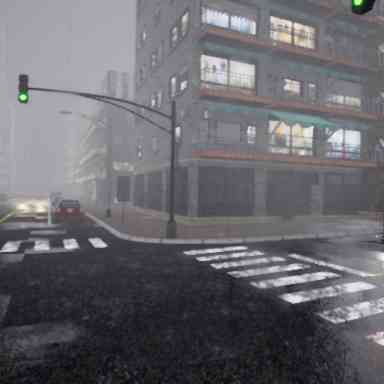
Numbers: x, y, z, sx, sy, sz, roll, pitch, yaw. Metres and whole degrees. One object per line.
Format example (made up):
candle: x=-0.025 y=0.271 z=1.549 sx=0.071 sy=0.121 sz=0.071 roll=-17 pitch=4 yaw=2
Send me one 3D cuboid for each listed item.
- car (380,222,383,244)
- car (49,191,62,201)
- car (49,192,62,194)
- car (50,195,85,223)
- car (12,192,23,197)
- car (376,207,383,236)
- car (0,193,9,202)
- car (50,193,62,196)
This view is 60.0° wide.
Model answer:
car: x=6.768 y=1.440 z=7.878 sx=4.674 sy=1.442 sz=1.812 roll=0 pitch=0 yaw=-24
car: x=-26.227 y=0.709 z=63.953 sx=2.192 sy=1.841 sz=5.009 roll=1 pitch=0 yaw=-23
car: x=-19.643 y=1.122 z=48.715 sx=1.802 sy=1.307 sz=4.206 roll=1 pitch=0 yaw=-23
car: x=-8.658 y=1.232 z=23.317 sx=1.967 sy=1.590 sz=4.097 roll=1 pitch=0 yaw=-23
car: x=-42.708 y=0.608 z=80.945 sx=2.008 sy=1.369 sz=4.403 roll=1 pitch=0 yaw=-23
car: x=11.363 y=1.456 z=16.235 sx=4.313 sy=1.339 sz=1.947 roll=0 pitch=1 yaw=-24
car: x=-31.726 y=0.842 z=55.547 sx=1.887 sy=1.381 sz=4.507 roll=1 pitch=0 yaw=-23
car: x=-17.447 y=1.172 z=43.636 sx=1.802 sy=1.307 sz=4.206 roll=1 pitch=0 yaw=-23
